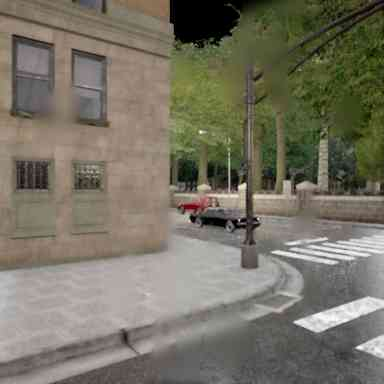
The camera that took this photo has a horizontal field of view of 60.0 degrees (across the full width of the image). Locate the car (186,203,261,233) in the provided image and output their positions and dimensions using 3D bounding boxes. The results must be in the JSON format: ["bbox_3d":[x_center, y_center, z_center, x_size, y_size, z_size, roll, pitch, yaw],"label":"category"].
[{"bbox_3d":[1.882,1.585,19.901,1.895,1.301,4.718,0,0,-35],"label":"car"}]

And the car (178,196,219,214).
[{"bbox_3d":[0.639,1.284,31.844,2.192,1.841,5.009,0,0,-35],"label":"car"}]
